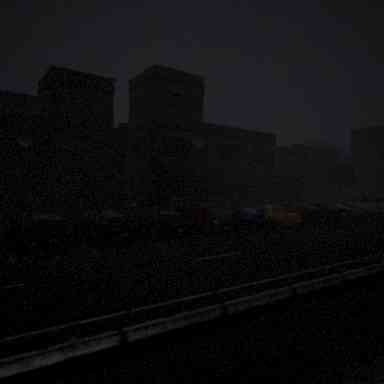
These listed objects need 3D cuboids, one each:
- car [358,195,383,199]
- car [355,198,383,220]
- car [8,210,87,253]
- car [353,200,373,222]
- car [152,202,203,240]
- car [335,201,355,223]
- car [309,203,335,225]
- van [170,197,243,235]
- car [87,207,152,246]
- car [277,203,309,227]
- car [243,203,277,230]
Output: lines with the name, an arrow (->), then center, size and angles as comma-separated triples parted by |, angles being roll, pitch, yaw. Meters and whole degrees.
car -> 16.000, 1.317, 30.053 | 2.435, 2.045, 5.566 | 0, 0, -36
car -> 13.770, 1.555, 28.431 | 2.097, 1.535, 5.008 | 0, 0, -36
car -> -6.413, 1.490, 13.996 | 2.231, 1.521, 4.892 | 0, 0, -36
car -> 11.527, 1.583, 26.826 | 2.002, 1.452, 4.674 | 0, 0, -36
car -> -1.927, 1.497, 17.201 | 2.231, 1.521, 4.892 | 0, 0, -36
car -> 9.269, 1.563, 25.245 | 2.163, 1.488, 4.792 | 0, 0, -36
car -> 7.046, 1.524, 23.612 | 2.231, 1.521, 4.892 | 0, 0, -36
van -> 0.482, 1.276, 18.786 | 1.878, 1.987, 4.442 | 0, 0, -36
car -> -4.170, 1.494, 15.598 | 2.231, 1.521, 4.892 | 0, 0, -36
car -> 4.692, 1.512, 22.166 | 1.946, 1.575, 5.366 | 0, 0, -36
car -> 2.557, 1.548, 20.410 | 2.002, 1.452, 4.674 | 0, 0, -36
